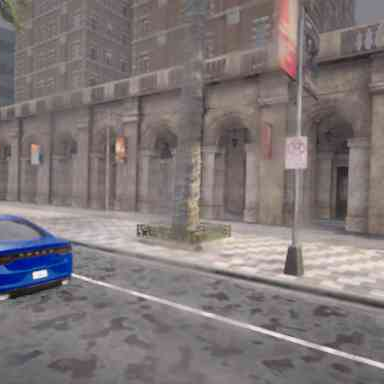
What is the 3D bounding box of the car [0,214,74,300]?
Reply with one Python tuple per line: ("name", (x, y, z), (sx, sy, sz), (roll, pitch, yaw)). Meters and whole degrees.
("car", (-4.692, 1.218, 7.331), (5.008, 1.535, 1.882), (3, 1, 36))
